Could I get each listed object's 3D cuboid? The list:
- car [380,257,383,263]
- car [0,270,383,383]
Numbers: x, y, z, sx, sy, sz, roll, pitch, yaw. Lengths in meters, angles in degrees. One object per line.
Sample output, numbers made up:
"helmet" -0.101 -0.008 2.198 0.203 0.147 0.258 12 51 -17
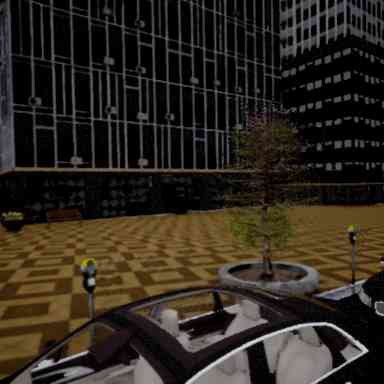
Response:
"car" 4.498 1.458 5.578 4.403 1.369 2.008 -1 0 -35
"car" -0.121 1.522 2.369 4.403 1.369 2.008 -1 0 -35
